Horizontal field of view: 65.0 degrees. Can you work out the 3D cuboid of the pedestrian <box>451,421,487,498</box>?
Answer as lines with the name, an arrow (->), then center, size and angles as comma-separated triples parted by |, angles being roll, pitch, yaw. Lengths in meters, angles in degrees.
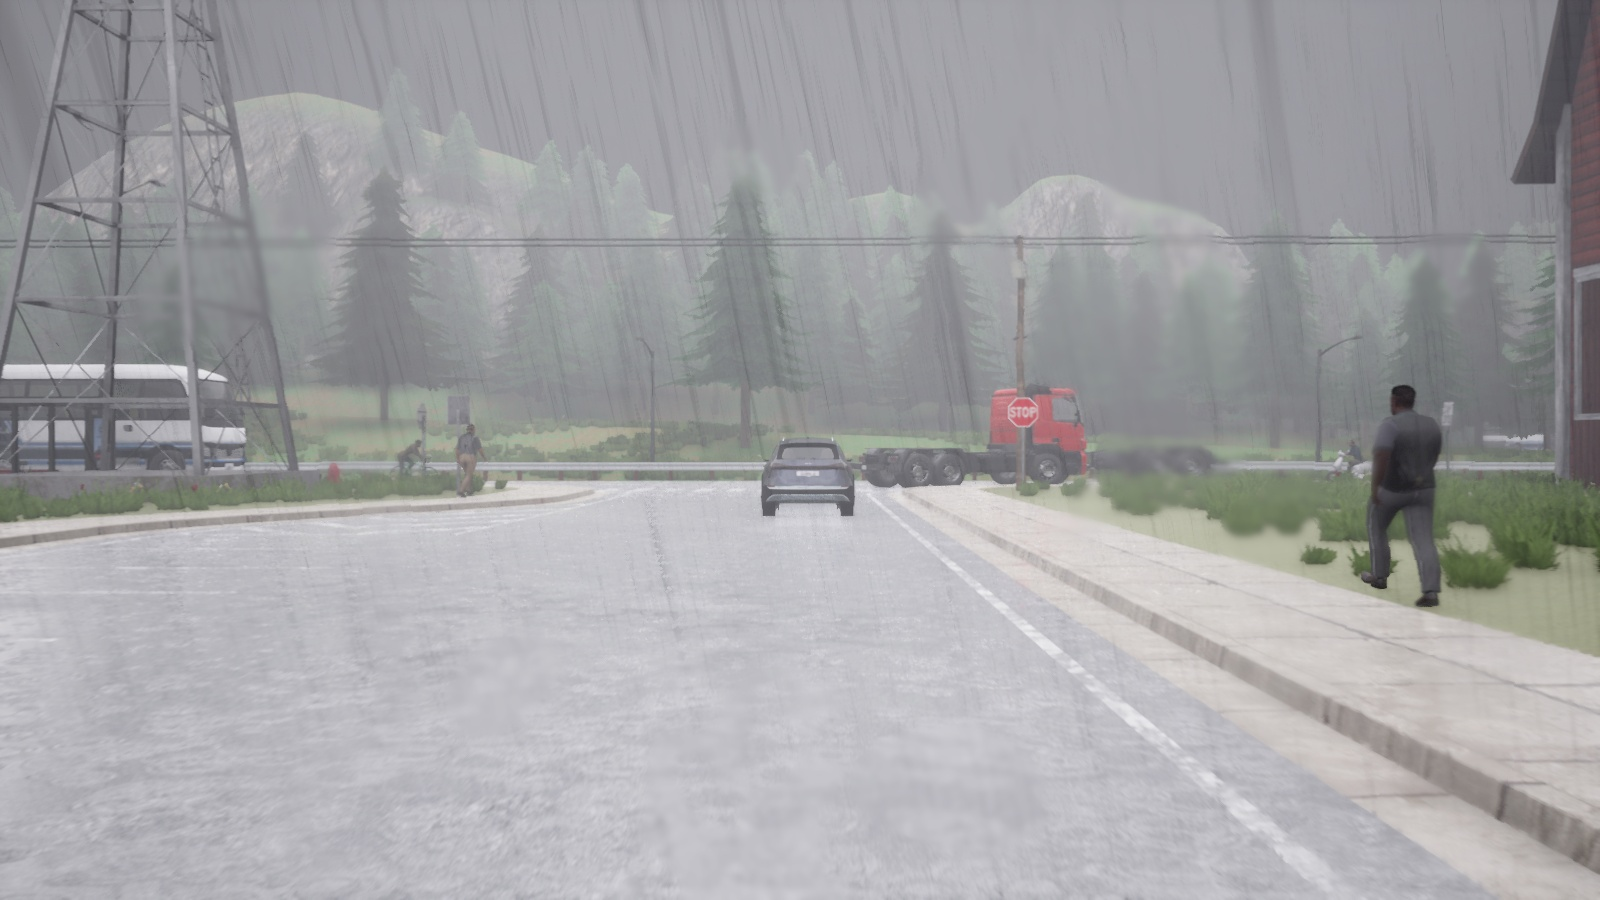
pedestrian -> -8.056, 0.223, 30.558 | 0.540, 1.848, 0.694 | 0, 0, 22

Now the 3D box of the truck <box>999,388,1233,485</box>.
truck -> 11.546, -0.487, 46.492 | 7.936, 3.462, 2.891 | 0, 0, 1

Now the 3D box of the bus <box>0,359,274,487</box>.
bus -> -24.312, -0.896, 43.824 | 10.273, 4.253, 3.944 | 0, 0, 1

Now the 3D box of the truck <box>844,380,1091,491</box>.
truck -> 5.674, -0.470, 42.249 | 7.936, 3.462, 2.891 | 0, 0, -25

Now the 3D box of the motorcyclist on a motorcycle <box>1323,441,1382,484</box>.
motorcyclist on a motorcycle -> 20.360, 0.455, 46.289 | 1.817, 1.590, 0.866 | 0, 0, 1

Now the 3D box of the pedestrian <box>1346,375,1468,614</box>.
pedestrian -> 4.979, 0.347, 10.340 | 0.563, 1.883, 0.849 | 0, 0, -3

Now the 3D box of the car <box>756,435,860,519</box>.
car -> 0.171, 0.524, 27.138 | 2.033, 1.649, 4.856 | 0, 0, 0
